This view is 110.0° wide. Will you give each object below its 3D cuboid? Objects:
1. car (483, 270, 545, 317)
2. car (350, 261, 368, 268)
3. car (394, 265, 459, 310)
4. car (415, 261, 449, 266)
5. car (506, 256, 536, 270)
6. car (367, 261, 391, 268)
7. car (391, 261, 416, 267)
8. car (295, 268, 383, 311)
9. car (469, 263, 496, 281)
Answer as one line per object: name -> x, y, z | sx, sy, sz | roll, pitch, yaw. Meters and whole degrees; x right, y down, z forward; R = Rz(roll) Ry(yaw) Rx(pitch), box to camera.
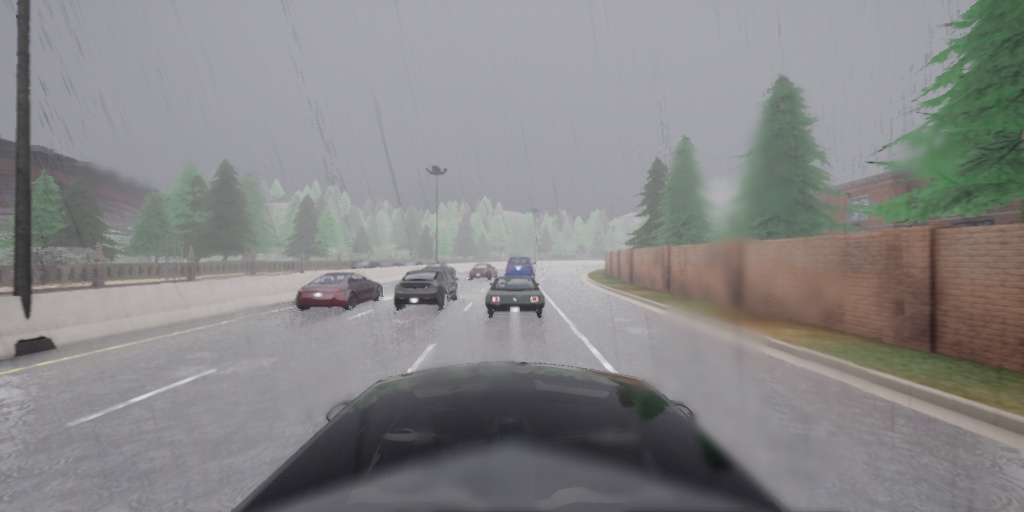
car -> 0.097, 1.387, 13.375 | 1.895, 1.301, 4.718 | 0, 0, 0
car -> -18.010, 1.361, 44.570 | 1.882, 1.535, 5.008 | 0, 0, 13
car -> -3.403, 1.296, 14.882 | 1.837, 1.490, 4.892 | 0, 0, 0
car -> -6.125, 1.331, 30.581 | 2.128, 1.511, 4.902 | 0, 0, 6
car -> 0.778, 1.058, 29.722 | 2.150, 2.045, 5.566 | 0, 0, 6
car -> -14.734, 1.428, 43.476 | 2.033, 1.411, 5.357 | 0, 0, 13
car -> -11.545, 1.352, 41.561 | 1.882, 1.535, 5.008 | 0, 0, 13
car -> -6.903, 1.355, 14.760 | 1.994, 1.385, 4.181 | 0, 0, 0
car -> -2.476, 1.369, 31.650 | 1.812, 1.442, 4.674 | 0, 0, 7
